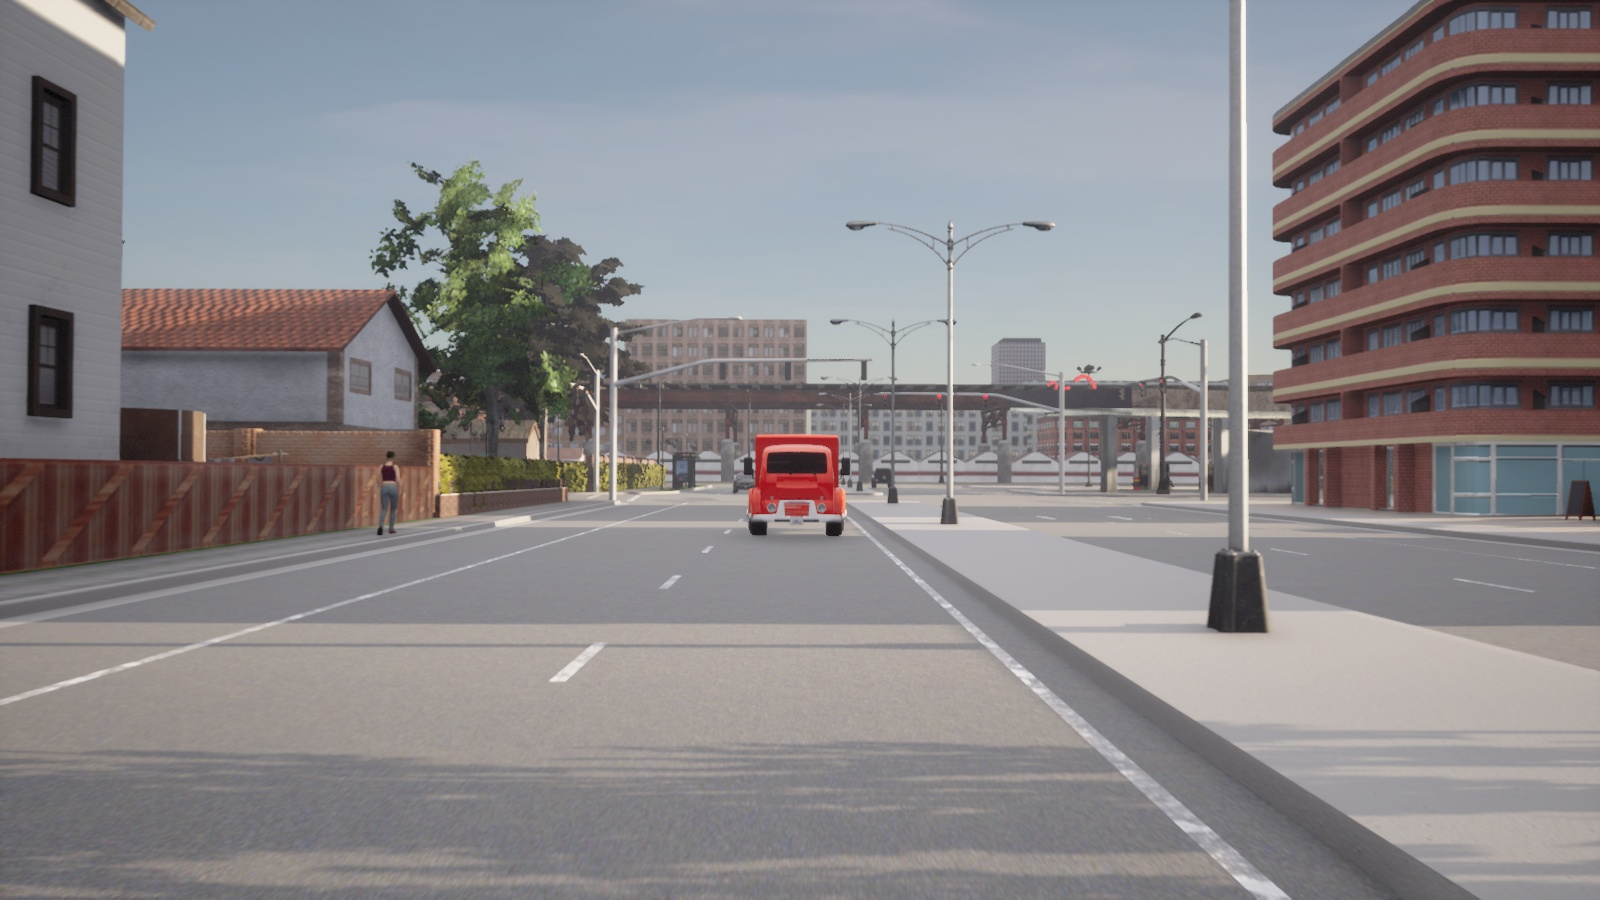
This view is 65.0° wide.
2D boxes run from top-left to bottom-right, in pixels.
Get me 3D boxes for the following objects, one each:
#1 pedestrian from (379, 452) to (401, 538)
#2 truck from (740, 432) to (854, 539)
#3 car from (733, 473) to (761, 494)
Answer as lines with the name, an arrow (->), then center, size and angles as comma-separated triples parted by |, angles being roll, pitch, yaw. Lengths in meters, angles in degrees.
pedestrian -> -8.938, 0.974, 27.391 | 0.345, 1.836, 0.594 | 0, -1, -7
truck -> -0.079, 0.869, 31.657 | 2.627, 2.467, 5.204 | 0, -1, 0
car -> -3.736, 2.354, 88.937 | 1.837, 1.490, 4.892 | 0, -1, -1
